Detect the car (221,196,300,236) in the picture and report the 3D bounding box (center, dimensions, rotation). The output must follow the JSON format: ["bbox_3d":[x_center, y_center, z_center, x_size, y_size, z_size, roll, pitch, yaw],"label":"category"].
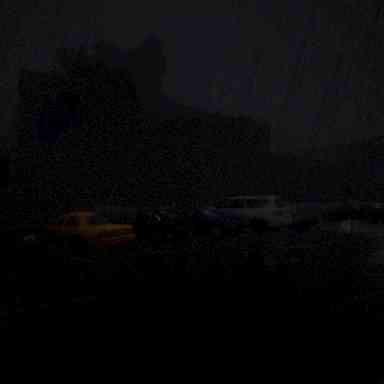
[{"bbox_3d":[2.741,1.251,18.628,5.566,2.045,2.435,-1,-1,35],"label":"car"}]

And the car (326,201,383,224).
[{"bbox_3d":[12.486,1.591,25.529,4.674,1.452,2.002,-1,-1,35],"label":"car"}]

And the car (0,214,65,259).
[{"bbox_3d":[-6.972,1.519,11.704,4.792,1.488,2.163,-1,-1,35],"label":"car"}]

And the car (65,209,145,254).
[{"bbox_3d":[-4.672,1.489,13.525,5.366,1.575,1.946,-1,-1,35],"label":"car"}]

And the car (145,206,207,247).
[{"bbox_3d":[-2.085,1.494,15.146,4.892,1.521,2.231,-1,-1,35],"label":"car"}]

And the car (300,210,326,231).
[{"bbox_3d":[5.196,1.513,20.353,4.892,1.521,2.231,-1,-1,34],"label":"car"}]

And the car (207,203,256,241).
[{"bbox_3d":[0.340,1.497,16.888,5.008,1.535,2.097,-1,-1,35],"label":"car"}]
